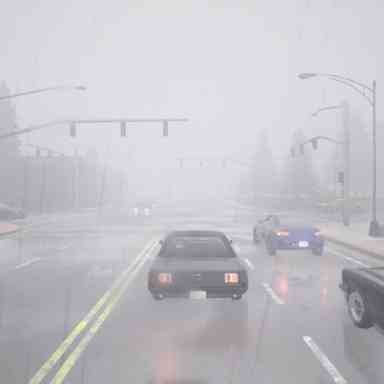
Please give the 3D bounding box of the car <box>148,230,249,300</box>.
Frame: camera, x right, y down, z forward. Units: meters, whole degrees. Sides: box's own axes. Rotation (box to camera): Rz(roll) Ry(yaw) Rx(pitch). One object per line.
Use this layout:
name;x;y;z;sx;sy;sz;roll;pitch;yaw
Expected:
car;0.100;1.601;8.320;1.895;1.301;4.718;0;0;0

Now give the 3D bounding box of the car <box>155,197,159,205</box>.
car;-6.833;1.564;57.431;1.994;1.385;4.181;0;0;0

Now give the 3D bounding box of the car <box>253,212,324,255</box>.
car;3.638;1.526;13.111;1.812;1.442;4.674;0;0;0

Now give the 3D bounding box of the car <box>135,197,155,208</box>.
car;-6.887;1.526;47.408;1.812;1.442;4.674;0;0;0

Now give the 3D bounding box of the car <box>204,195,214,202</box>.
car;3.840;1.355;74.996;2.097;1.767;4.553;0;0;0

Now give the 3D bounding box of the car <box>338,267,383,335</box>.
car;3.614;1.601;4.008;1.895;1.301;4.718;0;0;0

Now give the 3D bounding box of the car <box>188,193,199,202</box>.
car;0.336;1.225;74.891;2.150;2.045;5.566;0;0;0

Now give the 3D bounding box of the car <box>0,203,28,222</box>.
car;-15.307;1.526;25.952;4.674;1.442;1.812;0;0;0

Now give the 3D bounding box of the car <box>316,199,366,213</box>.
car;16.084;1.478;36.090;5.008;1.535;1.882;0;0;0
